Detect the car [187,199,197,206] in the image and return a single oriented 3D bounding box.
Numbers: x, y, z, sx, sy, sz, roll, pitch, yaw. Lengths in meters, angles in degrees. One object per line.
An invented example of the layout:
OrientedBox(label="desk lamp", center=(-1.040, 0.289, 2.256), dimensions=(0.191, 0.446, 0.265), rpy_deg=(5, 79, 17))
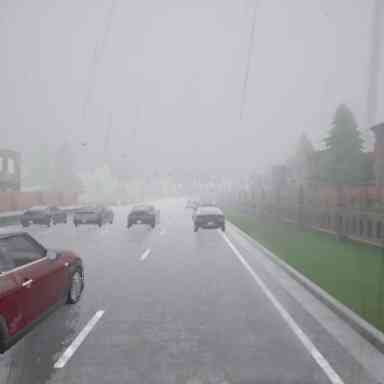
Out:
OrientedBox(label="car", center=(-0.011, 2.106, 69.363), dimensions=(2.033, 1.411, 5.357), rpy_deg=(0, 0, 0))

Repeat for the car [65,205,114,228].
OrientedBox(label="car", center=(-6.904, 1.694, 23.756), dimensions=(2.128, 1.511, 4.902), rpy_deg=(0, -1, 0))

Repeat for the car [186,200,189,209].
OrientedBox(label="car", center=(-0.007, 2.066, 54.718), dimensions=(1.895, 1.301, 4.718), rpy_deg=(0, 0, 0))

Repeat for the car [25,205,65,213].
OrientedBox(label="car", center=(-10.403, 1.709, 23.901), dimensions=(1.837, 1.490, 4.892), rpy_deg=(0, 0, 0))

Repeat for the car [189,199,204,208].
OrientedBox(label="car", center=(1.045, 1.619, 31.479), dimensions=(2.097, 1.767, 4.553), rpy_deg=(0, 0, 0))

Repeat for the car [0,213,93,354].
OrientedBox(label="car", center=(-3.401, 1.399, 5.407), dimensions=(2.097, 1.767, 4.553), rpy_deg=(0, -1, 0))

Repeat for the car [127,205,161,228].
OrientedBox(label="car", center=(-3.403, 1.709, 23.897), dimensions=(1.837, 1.490, 4.892), rpy_deg=(0, 0, 0))

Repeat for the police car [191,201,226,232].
OrientedBox(label="police car", center=(1.047, 1.610, 21.618), dimensions=(1.930, 1.638, 5.238), rpy_deg=(0, 0, 0))

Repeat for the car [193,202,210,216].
OrientedBox(label="car", center=(1.044, 1.845, 37.507), dimensions=(1.812, 1.442, 4.674), rpy_deg=(0, 0, 0))
